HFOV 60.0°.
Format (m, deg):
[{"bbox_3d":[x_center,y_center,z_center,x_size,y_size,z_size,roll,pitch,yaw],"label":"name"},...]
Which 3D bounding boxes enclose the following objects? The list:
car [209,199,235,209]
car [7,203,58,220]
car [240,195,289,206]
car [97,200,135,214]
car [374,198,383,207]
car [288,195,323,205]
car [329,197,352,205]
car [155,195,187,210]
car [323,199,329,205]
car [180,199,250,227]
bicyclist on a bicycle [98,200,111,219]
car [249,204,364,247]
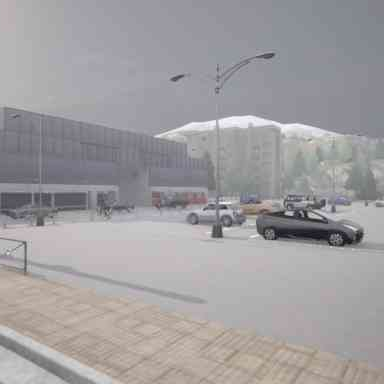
[{"bbox_3d":[4.616,1.777,51.129,1.895,1.301,4.718,0,0,35],"label":"car"},{"bbox_3d":[-14.562,1.740,30.518,1.994,1.385,4.181,0,0,35],"label":"car"},{"bbox_3d":[4.971,1.345,27.337,5.027,1.636,2.152,0,0,35],"label":"car"},{"bbox_3d":[-8.805,1.668,38.616,2.128,1.511,4.902,0,0,35],"label":"car"},{"bbox_3d":[28.925,1.576,48.718,3.806,1.475,1.970,0,0,35],"label":"car"},{"bbox_3d":[12.380,1.268,37.767,3.866,1.878,1.905,0,0,35],"label":"car"},{"bbox_3d":[24.601,1.565,55.445,3.633,1.501,1.845,0,0,35],"label":"car"},{"bbox_3d":[-2.776,1.398,47.067,2.150,2.045,5.566,0,0,36],"label":"car"},{"bbox_3d":[13.727,1.289,40.375,4.605,1.855,1.932,0,0,35],"label":"car"},{"bbox_3d":[1.518,1.424,21.918,3.806,1.475,1.970,0,0,35],"label":"car"},{"bbox_3d":[-7.316,1.477,27.796,1.656,1.620,0.582,0,0,35],"label":"bicyclist on a bicycle"},{"bbox_3d":[5.143,1.490,14.850,4.514,1.523,2.007,0,0,35],"label":"car"}]
